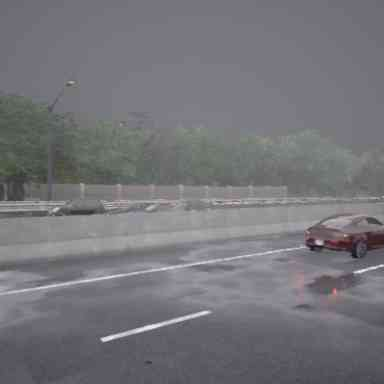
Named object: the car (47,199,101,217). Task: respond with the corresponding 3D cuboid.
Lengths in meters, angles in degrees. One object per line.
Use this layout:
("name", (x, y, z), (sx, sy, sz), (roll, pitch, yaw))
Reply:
("car", (-9.405, 1.352, 27.374), (4.553, 1.767, 2.097), (0, 0, -35))

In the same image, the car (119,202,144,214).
("car", (-2.474, 1.527, 23.710), (4.674, 1.442, 1.812), (0, 0, -36))

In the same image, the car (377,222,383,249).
("car", (7.601, 1.553, 9.295), (5.357, 1.411, 2.033), (0, 0, -36))

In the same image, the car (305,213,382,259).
("car", (6.182, 1.531, 12.581), (4.674, 1.442, 1.812), (0, 0, -36))

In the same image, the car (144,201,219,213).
("car", (-0.321, 1.354, 20.957), (4.553, 1.767, 2.097), (0, 0, -35))

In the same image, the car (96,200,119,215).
("car", (-4.523, 1.548, 26.561), (5.357, 1.411, 2.033), (0, 0, -35))
